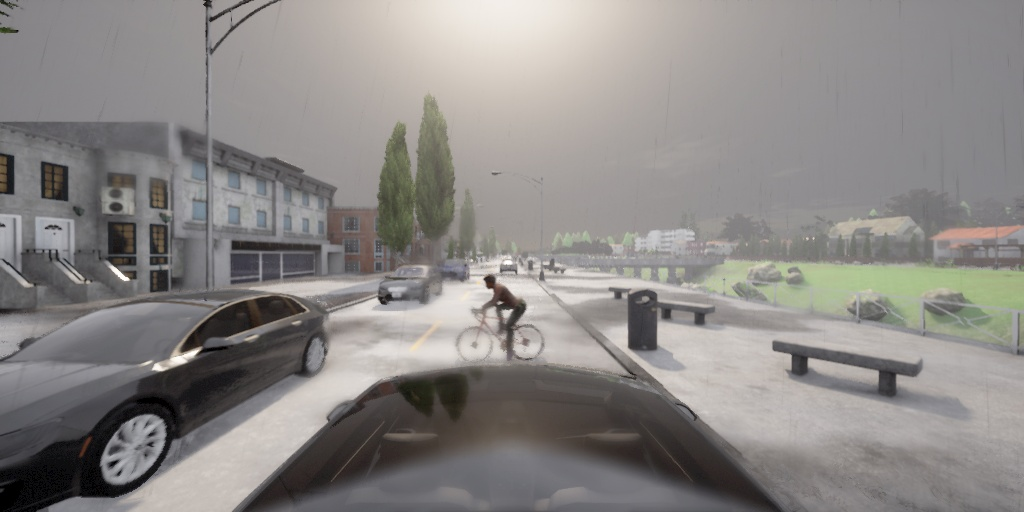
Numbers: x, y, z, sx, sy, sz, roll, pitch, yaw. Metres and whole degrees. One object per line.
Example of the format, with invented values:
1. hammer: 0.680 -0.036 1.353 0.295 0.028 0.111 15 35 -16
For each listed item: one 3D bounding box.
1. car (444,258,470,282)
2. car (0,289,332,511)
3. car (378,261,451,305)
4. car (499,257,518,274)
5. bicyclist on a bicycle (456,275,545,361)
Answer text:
1. car: -4.378 0.963 26.631 2.097 1.767 4.553 0 0 -1
2. car: -4.130 1.243 4.529 1.837 1.490 4.892 0 0 -1
3. car: -4.267 1.166 15.658 2.128 1.511 4.902 0 0 -1
4. car: -0.342 1.098 37.264 2.033 1.411 5.357 0 0 -1
5. bicyclist on a bicycle: -0.226 1.166 6.651 1.656 1.620 0.582 -2 0 -1
